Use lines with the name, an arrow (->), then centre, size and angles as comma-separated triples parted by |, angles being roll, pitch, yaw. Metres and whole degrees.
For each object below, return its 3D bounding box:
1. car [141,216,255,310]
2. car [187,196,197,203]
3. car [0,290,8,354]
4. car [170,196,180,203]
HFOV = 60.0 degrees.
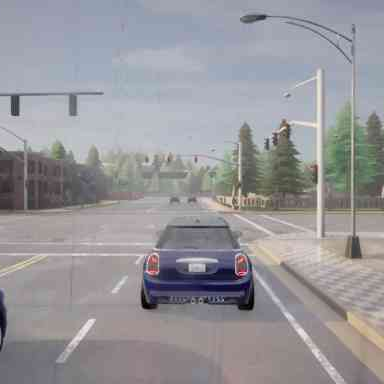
car -> 0.158, 1.352, 7.976 | 2.097, 1.767, 4.553 | 0, 0, 2
car -> 0.037, 1.505, 68.264 | 1.837, 1.490, 4.892 | 0, 0, 0
car -> -3.441, 1.478, 2.522 | 1.882, 1.535, 5.008 | 0, 0, 0
car -> -3.463, 1.505, 68.266 | 1.837, 1.490, 4.892 | 0, 0, 0
